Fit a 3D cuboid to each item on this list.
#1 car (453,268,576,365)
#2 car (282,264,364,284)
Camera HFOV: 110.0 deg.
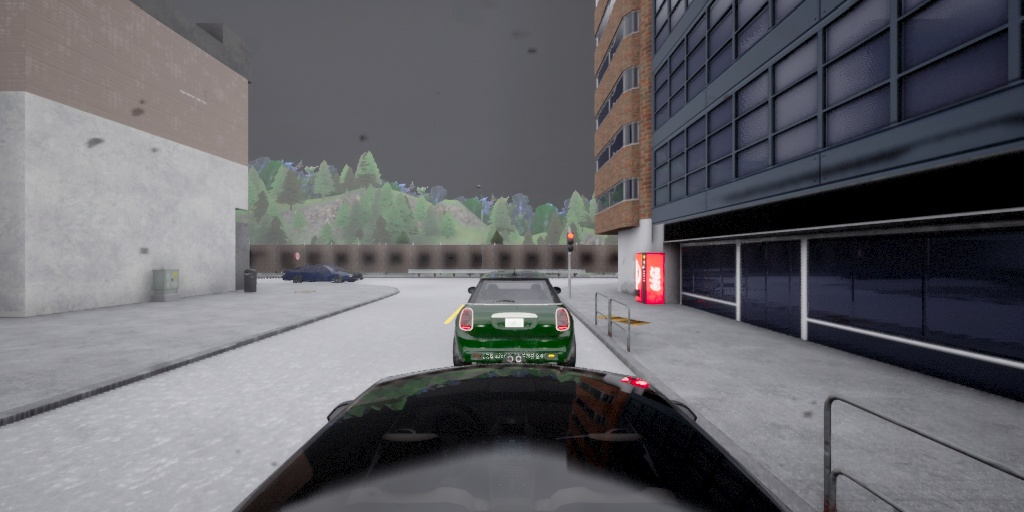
[{"bbox_3d":[0.055,1.102,7.939,2.097,1.767,4.553,0,0,0],"label":"car"},{"bbox_3d":[-13.671,1.297,25.990,5.357,1.411,2.033,0,0,5],"label":"car"}]
